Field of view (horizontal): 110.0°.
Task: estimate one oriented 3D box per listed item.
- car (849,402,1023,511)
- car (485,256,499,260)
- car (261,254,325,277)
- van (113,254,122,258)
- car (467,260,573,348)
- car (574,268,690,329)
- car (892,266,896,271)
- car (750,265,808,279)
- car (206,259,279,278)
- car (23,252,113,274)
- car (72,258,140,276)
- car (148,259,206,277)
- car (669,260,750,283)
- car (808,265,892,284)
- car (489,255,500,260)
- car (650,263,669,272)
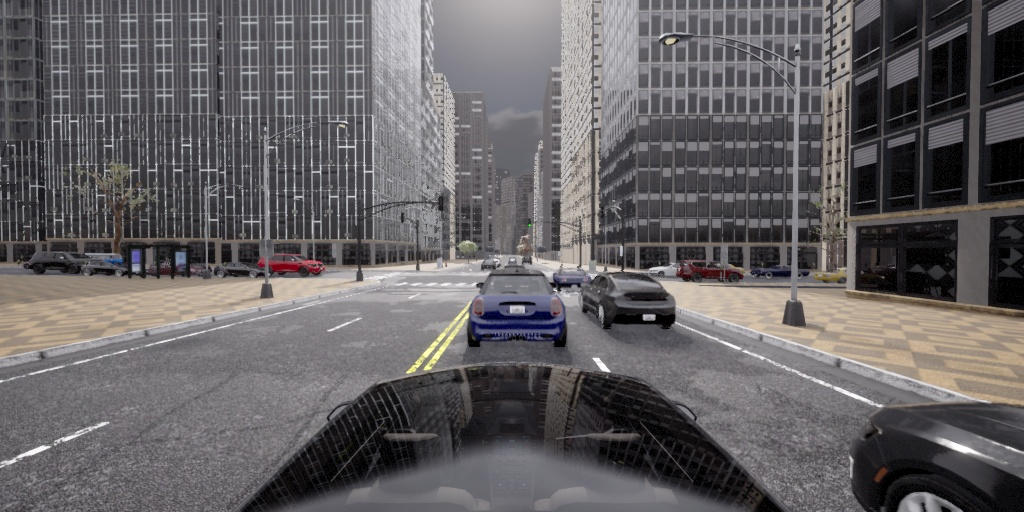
[{"bbox_3d":[3.344,1.256,0.534,1.837,1.490,4.892,0,0,0],"label":"car"},{"bbox_3d":[-3.264,1.193,50.625,1.882,1.535,5.008,0,0,0],"label":"car"},{"bbox_3d":[-20.231,0.809,32.929,5.566,2.045,2.150,0,1,1],"label":"car"},{"bbox_3d":[-45.227,0.606,39.284,3.998,1.789,1.690,0,0,1],"label":"van"},{"bbox_3d":[0.112,1.098,9.337,2.097,1.767,4.553,0,0,0],"label":"car"},{"bbox_3d":[3.365,1.251,11.218,1.837,1.490,4.892,0,0,0],"label":"car"},{"bbox_3d":[33.156,1.685,29.370,4.207,1.307,1.802,0,0,1],"label":"car"},{"bbox_3d":[26.227,1.550,35.279,4.718,1.301,1.895,1,1,1],"label":"car"},{"bbox_3d":[-22.686,1.174,30.280,4.313,1.339,1.948,0,0,1],"label":"car"},{"bbox_3d":[-41.327,0.616,33.403,5.566,2.045,2.150,1,1,2],"label":"car"},{"bbox_3d":[-34.050,1.070,30.605,4.313,1.339,1.948,0,0,1],"label":"car"},{"bbox_3d":[-28.369,1.139,30.422,4.207,1.307,1.802,0,0,1],"label":"car"},{"bbox_3d":[16.238,1.269,29.689,5.009,1.841,2.192,0,0,1],"label":"car"},{"bbox_3d":[27.686,1.579,29.473,4.829,1.417,1.751,0,0,1],"label":"car"},{"bbox_3d":[-3.233,0.926,60.573,2.150,2.045,5.566,0,0,0],"label":"car"},{"bbox_3d":[15.948,1.384,35.469,4.674,1.442,1.812,0,1,-1],"label":"car"}]
